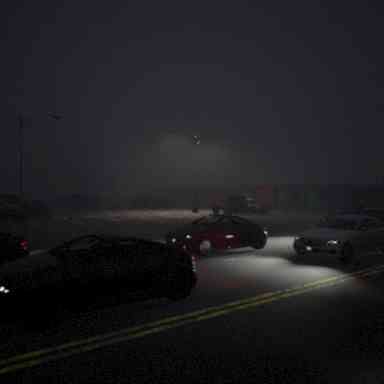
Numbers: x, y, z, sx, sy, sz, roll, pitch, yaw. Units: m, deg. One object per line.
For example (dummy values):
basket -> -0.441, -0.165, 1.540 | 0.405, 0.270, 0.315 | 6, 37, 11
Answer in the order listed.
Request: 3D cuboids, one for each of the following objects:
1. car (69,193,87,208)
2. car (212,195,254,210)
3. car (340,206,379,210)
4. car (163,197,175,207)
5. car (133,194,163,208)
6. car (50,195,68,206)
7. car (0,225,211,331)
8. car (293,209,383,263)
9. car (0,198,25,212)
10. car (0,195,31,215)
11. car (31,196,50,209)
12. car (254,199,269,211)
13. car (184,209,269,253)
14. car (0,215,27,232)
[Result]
car -> -19.937, 1.182, 56.093 | 1.932, 1.855, 4.605 | 0, 0, -36
car -> 3.824, 1.233, 33.114 | 1.905, 1.878, 3.866 | 0, 0, -36
car -> 9.337, 1.563, 18.966 | 4.902, 1.511, 2.128 | 0, 0, -34
car -> -4.181, 1.440, 48.891 | 1.784, 1.438, 3.905 | 0, 0, -36
car -> -6.554, 1.217, 47.230 | 1.932, 1.855, 4.605 | 0, 0, -36
car -> -22.072, 1.382, 54.465 | 1.784, 1.438, 3.905 | 0, 0, -36
car -> -1.922, 1.569, 6.869 | 4.181, 1.385, 1.994 | 0, 0, -35
car -> 5.756, 1.570, 12.232 | 4.674, 1.442, 1.812 | 0, 0, -34
car -> -20.127, 1.388, 37.164 | 1.970, 1.475, 3.806 | 0, 0, -36
car -> -11.979, 1.150, 21.479 | 1.905, 1.878, 3.866 | 0, 0, -36
car -> -24.407, 1.401, 52.754 | 1.970, 1.475, 3.806 | 0, 0, -36
car -> 6.164, 1.484, 34.817 | 1.970, 1.475, 3.806 | 0, 0, -36
car -> 1.009, 1.592, 13.178 | 4.181, 1.385, 1.994 | 0, 0, -33
car -> -6.554, 1.495, 7.882 | 4.892, 1.490, 1.837 | 1, 0, -35
